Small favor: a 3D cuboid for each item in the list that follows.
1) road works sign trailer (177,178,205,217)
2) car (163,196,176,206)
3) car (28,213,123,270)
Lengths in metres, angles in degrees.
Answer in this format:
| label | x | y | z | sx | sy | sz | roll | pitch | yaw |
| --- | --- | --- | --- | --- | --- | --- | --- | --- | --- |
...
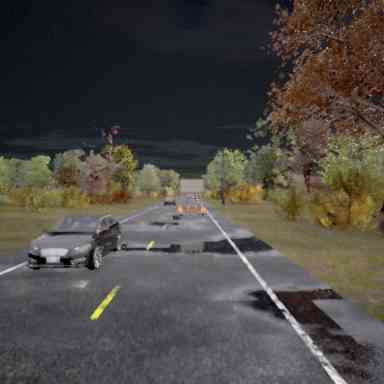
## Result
| label | x | y | z | sx | sy | sz | roll | pitch | yaw |
| --- | --- | --- | --- | --- | --- | --- | --- | --- | --- |
| road works sign trailer | -0.008 | 0.453 | 30.850 | 2.380 | 3.560 | 2.880 | 0 | 0 | 0 |
| car | -3.572 | 1.461 | 53.457 | 1.882 | 1.535 | 5.008 | 0 | 0 | 0 |
| car | -3.602 | 1.486 | 11.066 | 2.128 | 1.511 | 4.902 | 0 | 0 | 0 |
